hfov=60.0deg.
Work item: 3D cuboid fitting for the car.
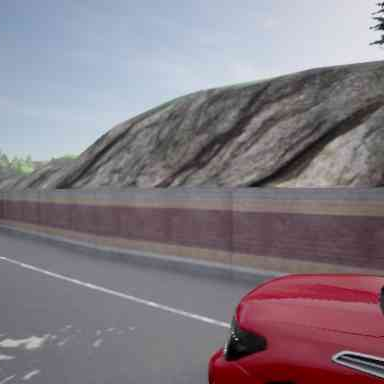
[{"bbox_3d":[2.809,1.234,2.044,5.566,2.045,2.150,0,0,35],"label":"car"}]
